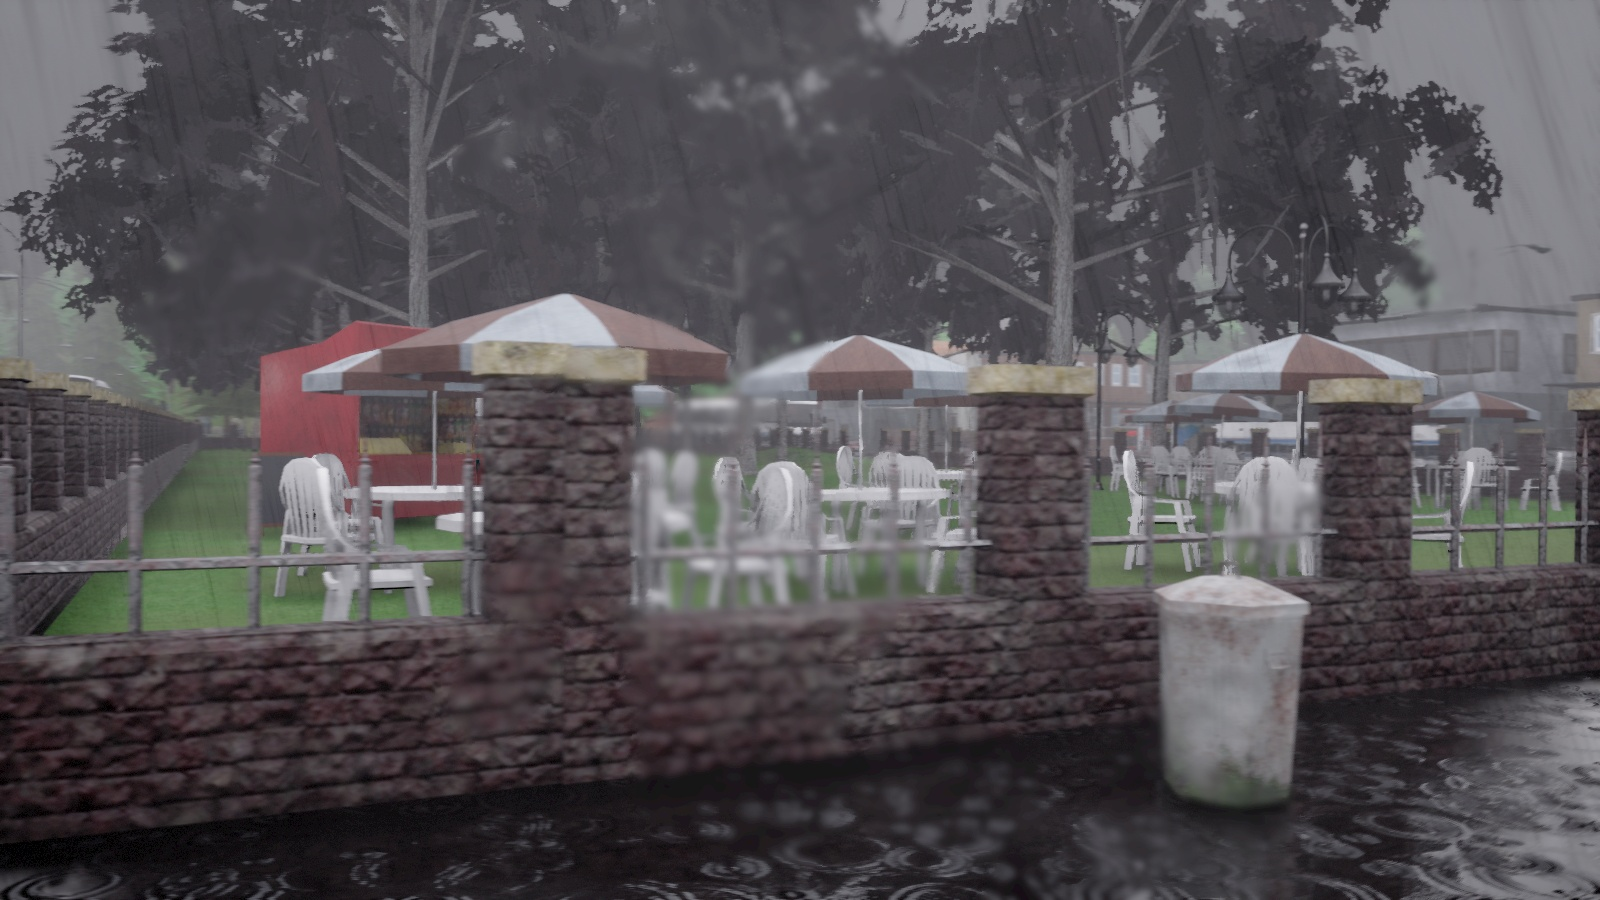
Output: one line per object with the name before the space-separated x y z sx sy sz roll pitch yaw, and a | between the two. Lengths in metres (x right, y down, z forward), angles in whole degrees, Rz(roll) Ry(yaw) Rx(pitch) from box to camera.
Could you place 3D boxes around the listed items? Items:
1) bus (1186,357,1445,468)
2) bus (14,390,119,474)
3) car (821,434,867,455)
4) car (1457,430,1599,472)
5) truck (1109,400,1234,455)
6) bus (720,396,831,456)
bus | 21.549 -1.497 53.491 3.944 4.253 10.273 -1 1 -24
bus | -40.271 -0.989 69.308 3.944 4.253 10.273 -1 1 -25
car | 3.243 -0.388 92.449 1.816 1.474 4.193 -1 1 -22
car | 25.819 0.008 44.444 1.994 1.385 4.181 -1 1 -25
truck | 24.670 -1.515 83.386 7.936 3.462 2.891 -1 1 -24
bus | -1.981 -1.735 93.782 3.944 4.253 10.273 -1 1 -28
